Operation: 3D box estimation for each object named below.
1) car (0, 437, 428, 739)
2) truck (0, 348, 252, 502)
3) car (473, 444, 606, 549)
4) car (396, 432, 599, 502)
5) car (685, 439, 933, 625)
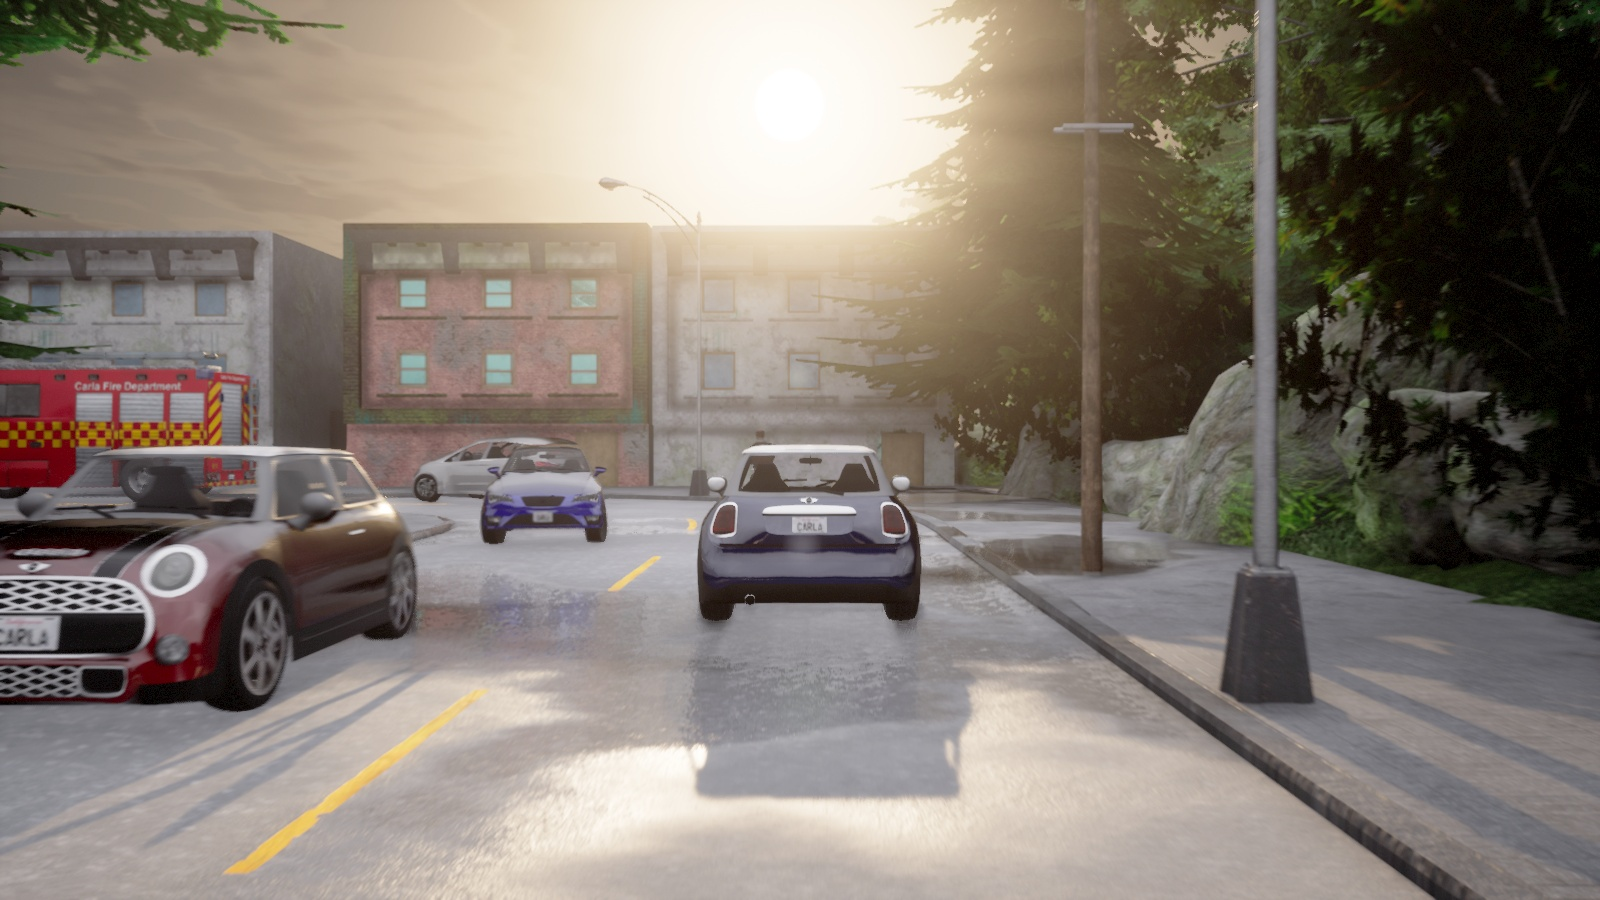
[{"bbox_3d":[-3.938,0.661,8.032,1.970,1.475,3.806,0,0,0],"label":"car"},{"bbox_3d":[-19.133,-0.629,32.721,8.468,3.827,2.891,0,0,1],"label":"truck"},{"bbox_3d":[-3.978,0.639,19.751,1.816,1.474,4.193,0,0,-9],"label":"car"},{"bbox_3d":[-7.672,0.397,31.867,4.611,1.667,2.242,0,0,25],"label":"car"},{"bbox_3d":[0.083,0.641,11.885,1.970,1.475,3.806,0,0,0],"label":"car"}]
